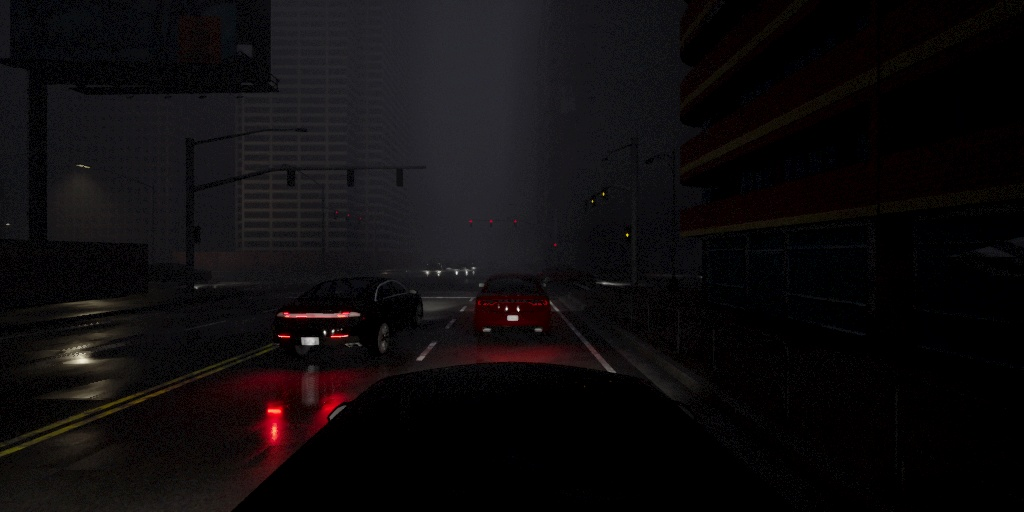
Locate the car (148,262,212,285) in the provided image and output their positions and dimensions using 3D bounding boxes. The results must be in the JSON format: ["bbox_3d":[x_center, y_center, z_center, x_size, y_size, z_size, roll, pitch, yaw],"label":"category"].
[{"bbox_3d":[-24.599,1.228,25.948,5.008,1.535,1.882,0,0,0],"label":"car"}]

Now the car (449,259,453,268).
[{"bbox_3d":[-11.011,1.297,61.904,2.033,1.411,5.357,0,0,0],"label":"car"}]

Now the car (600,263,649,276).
[{"bbox_3d":[11.326,1.351,36.748,4.718,1.301,1.895,0,0,2],"label":"car"}]

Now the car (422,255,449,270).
[{"bbox_3d":[-10.963,1.102,51.705,2.097,1.767,4.553,0,0,0],"label":"car"}]

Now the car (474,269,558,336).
[{"bbox_3d":[0.012,1.228,10.440,1.882,1.535,5.008,0,0,0],"label":"car"}]

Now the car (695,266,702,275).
[{"bbox_3d":[21.452,1.228,36.698,5.008,1.535,1.882,0,0,0],"label":"car"}]

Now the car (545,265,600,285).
[{"bbox_3d":[3.845,1.313,26.008,4.181,1.385,1.994,0,0,0],"label":"car"}]

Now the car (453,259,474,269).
[{"bbox_3d":[-7.489,1.255,55.614,1.837,1.490,4.892,0,0,0],"label":"car"}]

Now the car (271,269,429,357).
[{"bbox_3d":[-3.476,1.242,8.552,2.128,1.511,4.902,0,0,-1],"label":"car"}]
